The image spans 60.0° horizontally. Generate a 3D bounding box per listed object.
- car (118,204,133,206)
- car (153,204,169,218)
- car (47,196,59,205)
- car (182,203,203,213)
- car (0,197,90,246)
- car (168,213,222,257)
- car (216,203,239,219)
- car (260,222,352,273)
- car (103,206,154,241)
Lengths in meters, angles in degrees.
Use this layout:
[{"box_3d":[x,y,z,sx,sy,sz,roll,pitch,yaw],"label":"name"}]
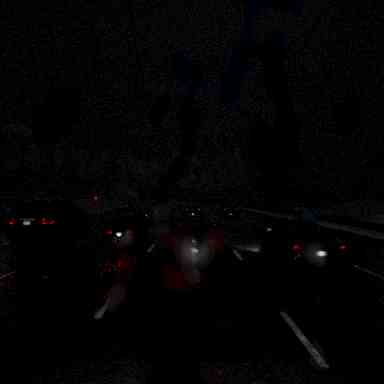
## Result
[{"box_3d":[-6.959,1.939,34.856,1.812,1.442,4.674,0,-1,-1],"label":"car"},{"box_3d":[-3.464,1.980,35.067,1.994,1.385,4.181,0,-1,-1],"label":"car"},{"box_3d":[-30.290,1.829,72.662,2.097,1.767,4.553,0,-1,-17],"label":"car"},{"box_3d":[0.063,1.888,33.323,2.128,1.511,4.902,0,-1,-1],"label":"car"},{"box_3d":[-6.904,1.421,16.605,2.150,2.045,5.566,0,0,0],"label":"car"},{"box_3d":[0.090,1.764,13.631,1.895,1.301,4.718,0,-1,0],"label":"car"},{"box_3d":[3.563,1.888,33.339,2.128,1.511,4.902,0,-1,-1],"label":"car"},{"box_3d":[3.583,1.699,11.221,1.994,1.385,4.181,0,-1,0],"label":"car"},{"box_3d":[-3.407,1.720,17.922,1.837,1.490,4.892,0,0,0],"label":"car"}]
